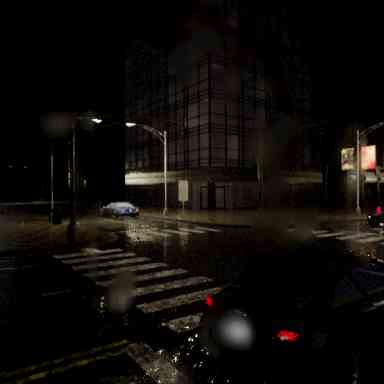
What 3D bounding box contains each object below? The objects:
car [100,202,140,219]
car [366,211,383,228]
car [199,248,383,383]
[{"bbox_3d":[-6.500,1.582,29.531,2.033,1.411,5.357,0,0,-35],"label":"car"},{"bbox_3d":[12.960,1.593,20.811,4.718,1.301,1.895,0,0,-35],"label":"car"},{"bbox_3d":[2.164,1.562,4.959,4.181,1.385,1.994,0,0,-35],"label":"car"}]
